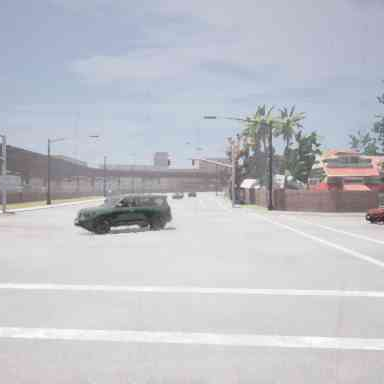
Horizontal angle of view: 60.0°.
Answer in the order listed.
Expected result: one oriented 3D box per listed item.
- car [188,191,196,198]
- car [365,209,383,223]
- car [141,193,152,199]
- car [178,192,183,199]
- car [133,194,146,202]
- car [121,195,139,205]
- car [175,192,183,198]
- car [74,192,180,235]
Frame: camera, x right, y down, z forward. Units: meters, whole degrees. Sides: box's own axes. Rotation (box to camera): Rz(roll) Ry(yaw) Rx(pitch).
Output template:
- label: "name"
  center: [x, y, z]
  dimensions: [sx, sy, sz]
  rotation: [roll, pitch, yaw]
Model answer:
- label: "car"
  center: [0.084, 0.519, 86.839]
  dimensions: [2.097, 1.767, 4.553]
  rotation: [0, 1, 0]
- label: "car"
  center: [14.821, 1.481, 23.292]
  dimensions: [5.008, 1.535, 1.882]
  rotation: [0, 0, -2]
- label: "car"
  center: [-10.426, 0.897, 76.577]
  dimensions: [1.812, 1.442, 4.674]
  rotation: [0, 1, 0]
- label: "car"
  center: [-3.425, 0.963, 76.883]
  dimensions: [1.895, 1.301, 4.718]
  rotation: [0, 1, 0]
- label: "car"
  center: [-10.436, 1.142, 66.245]
  dimensions: [1.994, 1.385, 4.181]
  rotation: [0, 1, 0]
- label: "car"
  center: [-10.445, 1.286, 56.527]
  dimensions: [2.033, 1.411, 5.357]
  rotation: [0, 1, 0]
- label: "car"
  center: [-3.416, 0.709, 87.201]
  dimensions: [1.994, 1.385, 4.181]
  rotation: [0, 1, 0]
- label: "car"
  center: [-3.797, 1.213, 19.083]
  dimensions: [5.566, 2.045, 2.150]
  rotation: [0, -1, -35]
